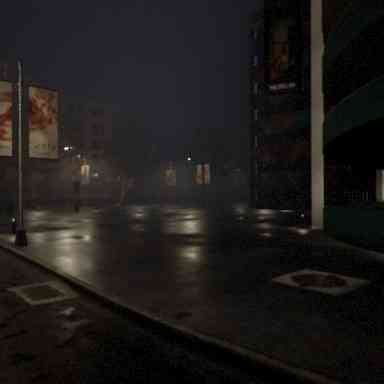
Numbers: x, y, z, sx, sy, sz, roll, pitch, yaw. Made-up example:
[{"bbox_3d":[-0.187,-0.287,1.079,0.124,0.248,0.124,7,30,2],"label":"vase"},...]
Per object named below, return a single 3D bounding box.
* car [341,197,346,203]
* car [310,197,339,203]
[{"bbox_3d":[21.923,1.514,51.056,4.786,1.482,2.161,0,0,-41],"label":"car"},{"bbox_3d":[15.478,1.404,39.911,4.674,1.452,2.002,0,0,-41],"label":"car"}]
